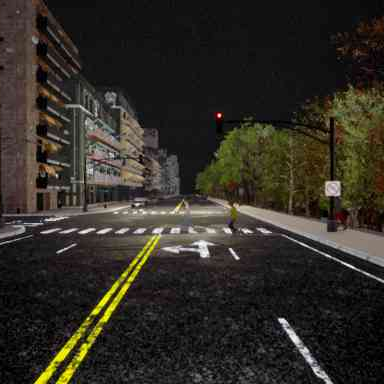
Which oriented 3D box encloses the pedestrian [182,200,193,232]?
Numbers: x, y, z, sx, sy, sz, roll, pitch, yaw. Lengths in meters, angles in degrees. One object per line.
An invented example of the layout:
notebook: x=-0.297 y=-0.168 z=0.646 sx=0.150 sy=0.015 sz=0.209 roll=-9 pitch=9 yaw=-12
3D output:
pedestrian: x=-0.254 y=1.296 z=18.314 sx=0.375 sy=1.860 sz=0.375 roll=0 pitch=0 yaw=0

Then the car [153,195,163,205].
car: x=-7.087 y=1.369 z=60.847 sx=2.097 sy=1.767 sz=4.553 roll=0 pitch=0 yaw=0

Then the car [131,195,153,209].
car: x=-6.979 y=1.500 z=44.779 sx=2.128 sy=1.511 sz=4.902 roll=0 pitch=0 yaw=0

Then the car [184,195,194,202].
car: x=-0.636 y=1.546 z=74.507 sx=2.128 sy=1.511 sz=4.902 roll=0 pitch=0 yaw=0

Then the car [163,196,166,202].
car: x=-7.156 y=1.523 z=76.737 sx=1.895 sy=1.301 sz=4.718 roll=0 pitch=0 yaw=0

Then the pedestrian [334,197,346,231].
pedestrian: x=7.818 y=1.143 z=17.783 sx=0.375 sy=1.860 sz=0.375 roll=0 pitch=0 yaw=0

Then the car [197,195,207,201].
car: x=2.525 y=1.493 z=84.958 sx=2.128 sy=1.511 sz=4.902 roll=0 pitch=0 yaw=0

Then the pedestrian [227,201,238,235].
pedestrian: x=2.086 y=1.295 z=17.036 sx=0.375 sy=1.860 sz=0.375 roll=0 pitch=0 yaw=0

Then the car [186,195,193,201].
car: x=-0.724 y=1.492 z=84.931 sx=1.812 sy=1.442 sz=4.674 roll=0 pitch=0 yaw=0

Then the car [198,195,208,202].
car: x=2.614 y=1.546 z=74.538 sx=2.128 sy=1.511 sz=4.902 roll=0 pitch=0 yaw=0
